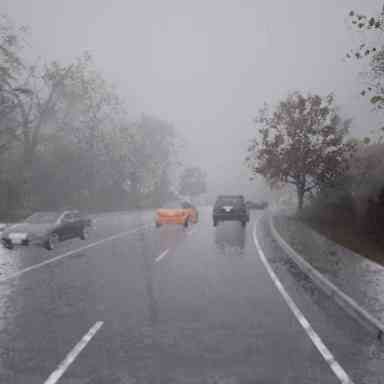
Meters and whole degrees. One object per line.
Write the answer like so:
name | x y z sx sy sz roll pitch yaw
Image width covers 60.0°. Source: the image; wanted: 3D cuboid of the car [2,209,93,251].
car | -5.992 1.519 14.376 2.128 1.511 4.902 0 0 8

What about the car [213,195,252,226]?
car | 2.823 1.211 23.320 2.150 2.045 5.566 -1 0 13

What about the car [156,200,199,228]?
car | -0.888 1.373 22.483 2.097 1.767 4.553 -1 0 11

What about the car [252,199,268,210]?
car | 8.129 1.553 40.754 1.895 1.301 4.718 -1 0 21
